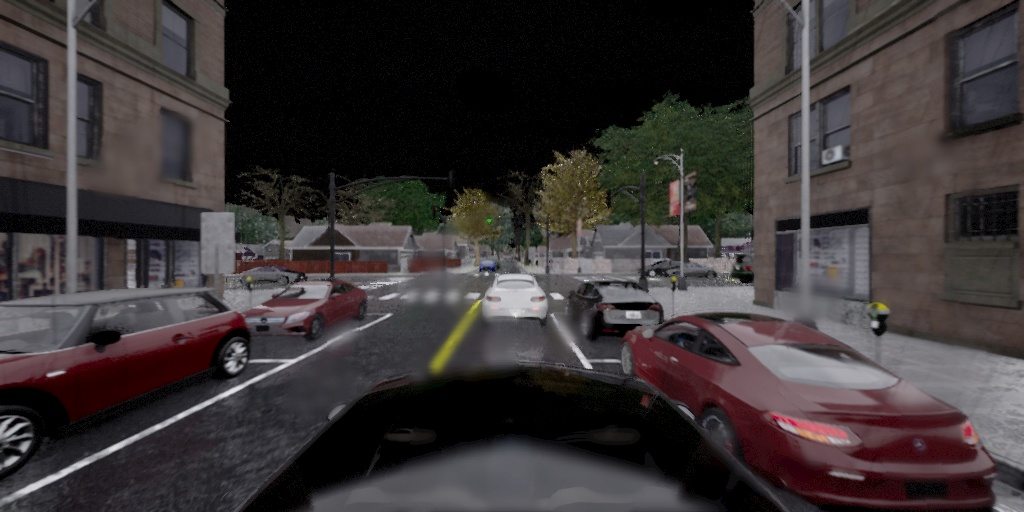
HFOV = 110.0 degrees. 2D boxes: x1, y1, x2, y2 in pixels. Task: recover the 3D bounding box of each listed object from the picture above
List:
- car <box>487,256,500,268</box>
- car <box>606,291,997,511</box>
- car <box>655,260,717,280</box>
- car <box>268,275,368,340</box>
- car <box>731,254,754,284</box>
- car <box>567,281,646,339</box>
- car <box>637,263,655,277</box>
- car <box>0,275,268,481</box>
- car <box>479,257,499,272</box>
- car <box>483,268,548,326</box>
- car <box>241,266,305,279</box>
[{"bbox_3d":[-3.049,0.975,55.899,2.150,2.045,5.566,0,0,0],"label":"car"},{"bbox_3d":[2.637,1.331,4.352,1.802,1.307,4.207,0,0,0],"label":"car"},{"bbox_3d":[14.477,1.205,29.592,4.181,1.385,1.994,0,0,0],"label":"car"},{"bbox_3d":[-5.389,1.327,9.868,1.802,1.307,4.207,0,0,0],"label":"car"},{"bbox_3d":[17.175,0.853,22.993,5.566,2.045,2.150,0,0,2],"label":"car"},{"bbox_3d":[2.637,1.311,9.870,1.948,1.339,4.313,0,0,0],"label":"car"},{"bbox_3d":[13.973,1.146,32.832,4.892,1.490,1.837,0,0,1],"label":"car"},{"bbox_3d":[-5.388,1.188,4.349,1.967,1.591,4.097,0,0,0],"label":"car"},{"bbox_3d":[-3.084,1.225,45.662,1.882,1.535,5.008,0,0,0],"label":"car"},{"bbox_3d":[0.098,1.270,11.564,1.812,1.442,4.674,0,0,0],"label":"car"},{"bbox_3d":[-17.310,1.397,26.154,4.181,1.385,1.994,0,0,0],"label":"car"}]
